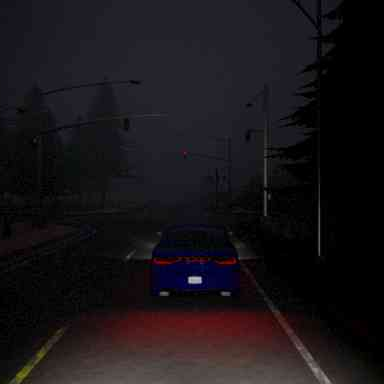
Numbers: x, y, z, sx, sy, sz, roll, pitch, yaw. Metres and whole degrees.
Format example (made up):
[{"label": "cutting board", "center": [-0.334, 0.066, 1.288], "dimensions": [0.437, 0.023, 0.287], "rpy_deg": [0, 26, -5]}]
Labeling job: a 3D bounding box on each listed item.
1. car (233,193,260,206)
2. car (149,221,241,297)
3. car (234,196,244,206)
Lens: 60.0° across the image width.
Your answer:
[{"label": "car", "center": [8.546, 1.146, 52.089], "dimensions": [3.866, 1.878, 1.905], "rpy_deg": [0, 0, 0]}, {"label": "car", "center": [0.079, 1.478, 8.626], "dimensions": [1.882, 1.535, 5.008], "rpy_deg": [0, 0, 1]}, {"label": "car", "center": [8.956, 1.144, 49.578], "dimensions": [4.605, 1.855, 1.932], "rpy_deg": [0, 0, 0]}]
